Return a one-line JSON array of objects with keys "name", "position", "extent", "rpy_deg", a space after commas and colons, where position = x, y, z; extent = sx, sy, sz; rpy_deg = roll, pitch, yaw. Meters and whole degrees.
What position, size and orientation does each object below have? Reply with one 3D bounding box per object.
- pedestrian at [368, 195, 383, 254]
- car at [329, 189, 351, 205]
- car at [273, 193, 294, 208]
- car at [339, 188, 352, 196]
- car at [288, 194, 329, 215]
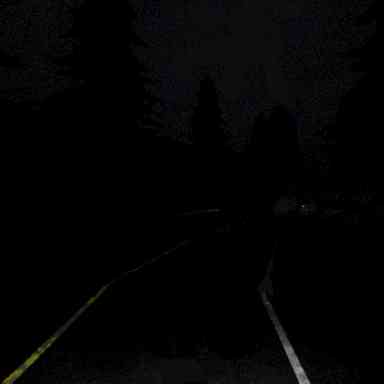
[{"name": "pedestrian", "position": [5.718, 0.965, 10.199], "extent": [0.375, 1.860, 0.375], "rpy_deg": [0, 1, 16]}, {"name": "car", "position": [18.072, 0.652, 40.773], "extent": [2.097, 1.767, 4.553], "rpy_deg": [1, 1, 32]}, {"name": "car", "position": [10.034, 0.886, 35.030], "extent": [2.128, 1.511, 4.902], "rpy_deg": [1, 1, 32]}, {"name": "car", "position": [31.948, -0.075, 69.333], "extent": [1.837, 1.490, 4.892], "rpy_deg": [1, 1, 32]}, {"name": "car", "position": [9.698, 1.089, 27.439], "extent": [1.994, 1.385, 4.181], "rpy_deg": [1, 1, 31]}]
